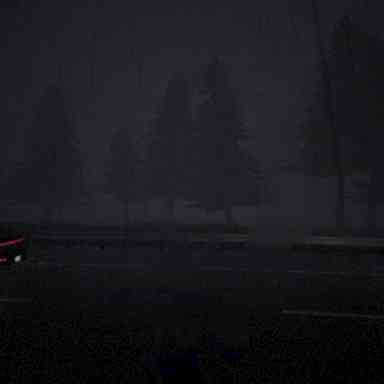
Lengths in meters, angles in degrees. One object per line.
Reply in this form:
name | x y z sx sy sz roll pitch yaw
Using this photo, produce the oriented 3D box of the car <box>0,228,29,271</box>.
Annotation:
car | -6.883 1.475 8.641 4.902 1.511 2.128 1 0 2
